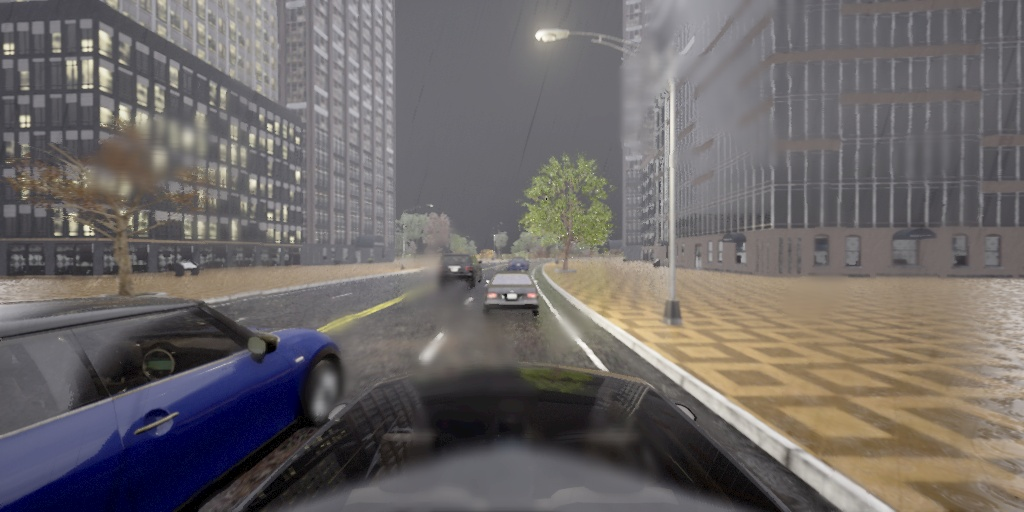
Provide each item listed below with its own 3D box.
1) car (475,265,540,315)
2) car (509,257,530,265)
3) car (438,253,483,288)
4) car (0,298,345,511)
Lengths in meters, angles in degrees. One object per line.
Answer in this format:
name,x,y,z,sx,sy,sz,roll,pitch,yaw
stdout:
car,-0.002,1.233,13.210,2.033,1.411,5.357,0,0,0
car,0.763,0.907,37.805,2.097,1.767,4.553,0,0,4
car,-3.162,0.859,22.783,2.150,2.045,5.566,0,0,1
car,-3.196,1.100,2.769,2.097,1.767,4.553,0,0,0
